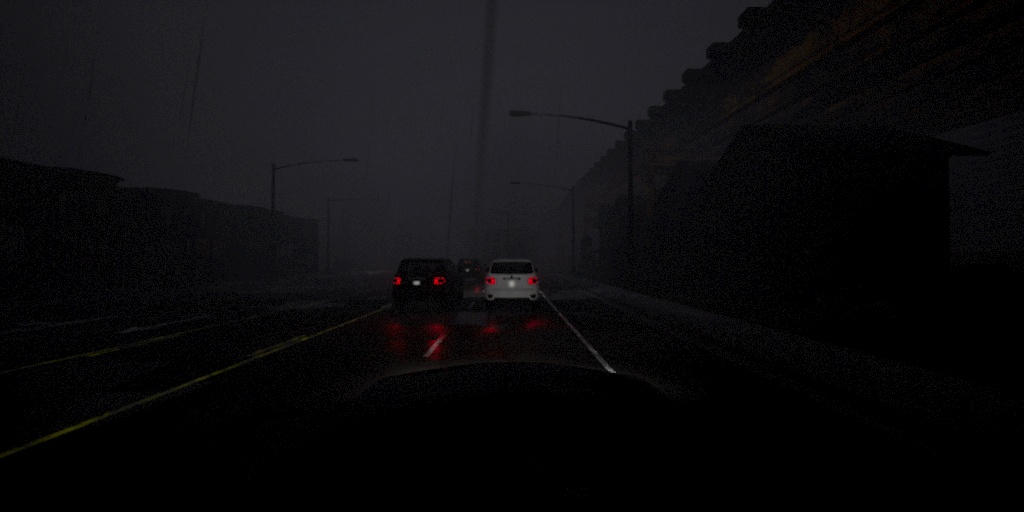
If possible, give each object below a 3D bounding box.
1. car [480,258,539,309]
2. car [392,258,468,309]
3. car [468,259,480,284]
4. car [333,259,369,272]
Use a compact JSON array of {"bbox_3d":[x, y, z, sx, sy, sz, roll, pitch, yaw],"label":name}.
[{"bbox_3d":[-0.008,1.105,15.864,2.150,2.045,5.566,0,0,0],"label":"car"},{"bbox_3d":[-3.508,1.105,15.860,2.150,2.045,5.566,0,0,0],"label":"car"},{"bbox_3d":[-3.517,1.252,30.843,2.150,2.045,5.566,0,0,0],"label":"car"},{"bbox_3d":[-26.991,1.520,59.269,5.566,2.045,2.150,0,-1,24],"label":"car"}]
